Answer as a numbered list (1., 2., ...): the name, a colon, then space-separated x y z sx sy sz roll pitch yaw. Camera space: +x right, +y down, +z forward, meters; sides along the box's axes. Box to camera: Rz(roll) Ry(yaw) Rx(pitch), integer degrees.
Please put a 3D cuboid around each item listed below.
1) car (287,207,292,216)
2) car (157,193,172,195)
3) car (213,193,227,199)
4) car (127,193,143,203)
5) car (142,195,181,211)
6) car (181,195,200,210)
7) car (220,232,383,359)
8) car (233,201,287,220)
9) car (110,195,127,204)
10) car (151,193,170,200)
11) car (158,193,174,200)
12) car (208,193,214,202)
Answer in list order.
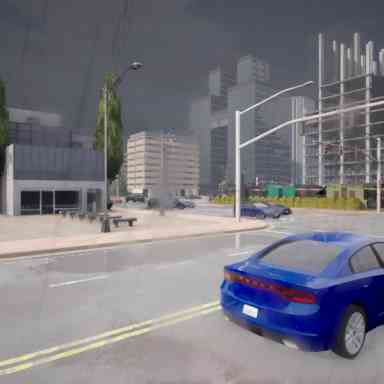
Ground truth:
1. car: 7.385 1.568 31.567 1.994 1.385 4.181 0 0 -36
2. car: -6.263 1.358 62.452 2.097 1.767 4.553 0 0 -36
3. car: 7.022 1.404 69.339 3.806 1.475 1.970 0 0 -38
4. car: -12.136 1.231 70.341 2.150 2.045 5.566 0 0 -36
5. car: -3.841 1.510 41.000 1.837 1.490 4.892 0 0 -36
6. car: -1.425 1.530 43.639 1.812 1.442 4.674 0 0 -36
7. car: 2.740 1.479 6.099 5.008 1.535 1.882 0 0 -38
8. car: 5.358 1.529 28.065 1.812 1.442 4.674 0 0 -33
9. car: -14.492 1.354 61.669 2.097 1.767 4.553 0 0 -36
10. car: -8.470 1.162 89.484 4.605 1.855 1.932 0 0 -38
11. car: -6.746 1.165 87.159 3.866 1.878 1.905 0 0 -38
12. car: 5.263 1.165 71.639 3.866 1.878 1.905 0 0 -38
